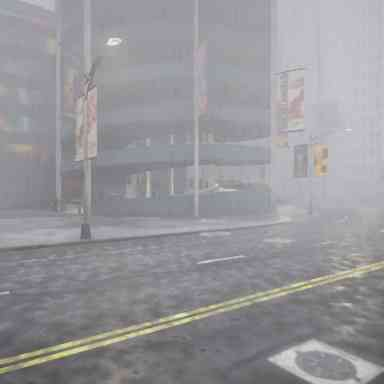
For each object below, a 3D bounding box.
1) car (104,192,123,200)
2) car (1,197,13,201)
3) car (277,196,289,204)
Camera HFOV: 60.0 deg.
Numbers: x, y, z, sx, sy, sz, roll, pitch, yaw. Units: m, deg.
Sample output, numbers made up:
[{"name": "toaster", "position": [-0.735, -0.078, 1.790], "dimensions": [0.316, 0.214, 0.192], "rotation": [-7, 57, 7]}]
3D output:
[{"name": "car", "position": [-15.390, 1.026, 65.083], "dimensions": [2.435, 2.045, 5.566], "rotation": [0, 0, -36]}, {"name": "car", "position": [-29.911, 1.460, 53.593], "dimensions": [1.895, 1.301, 4.718], "rotation": [0, 0, -36]}, {"name": "car", "position": [16.309, 1.520, 63.480], "dimensions": [2.128, 1.511, 4.902], "rotation": [0, 0, -32]}]
